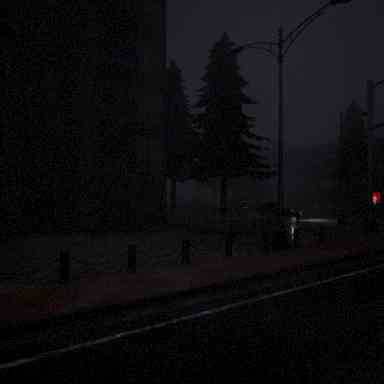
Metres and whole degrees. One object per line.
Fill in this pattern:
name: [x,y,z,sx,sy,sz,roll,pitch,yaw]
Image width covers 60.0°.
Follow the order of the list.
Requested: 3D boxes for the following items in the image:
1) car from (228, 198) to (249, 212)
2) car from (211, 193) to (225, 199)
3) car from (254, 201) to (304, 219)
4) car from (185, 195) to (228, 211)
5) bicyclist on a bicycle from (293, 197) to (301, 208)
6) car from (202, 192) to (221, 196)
car: [4.634,1.520,39.556,1.837,1.490,4.892,0,0,-37]
car: [7.394,1.092,94.536,1.905,1.878,3.866,0,0,-37]
car: [7.616,1.541,29.505,1.812,1.442,4.674,0,0,-38]
car: [1.418,1.493,37.698,1.882,1.535,5.008,0,0,-37]
bicyclist on a bicycle: [11.559,1.316,36.665,1.656,1.620,0.582,0,0,-37]
car: [5.304,1.113,92.476,1.932,1.855,4.605,0,0,-37]
